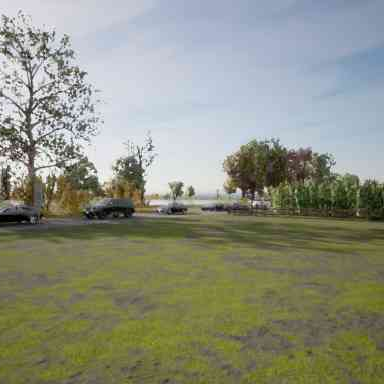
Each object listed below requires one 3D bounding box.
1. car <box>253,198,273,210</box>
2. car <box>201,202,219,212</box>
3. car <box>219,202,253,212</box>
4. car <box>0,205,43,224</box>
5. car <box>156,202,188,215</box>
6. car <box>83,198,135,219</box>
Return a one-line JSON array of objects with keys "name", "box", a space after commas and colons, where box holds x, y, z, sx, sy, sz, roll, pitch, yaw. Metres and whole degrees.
[{"name": "car", "box": [12.517, 2.058, 58.164, 2.150, 2.045, 5.566, -1, -2, 35]}, {"name": "car", "box": [3.475, 2.250, 50.115, 2.033, 1.411, 5.357, -1, -1, 35]}, {"name": "car", "box": [6.581, 2.224, 49.579, 2.033, 1.411, 5.357, -1, -2, 35]}, {"name": "car", "box": [-13.901, 1.742, 25.351, 2.128, 1.511, 4.902, -1, -2, 35]}, {"name": "car", "box": [-2.466, 2.040, 41.693, 2.128, 1.511, 4.902, -1, -2, 35]}, {"name": "car", "box": [-8.209, 1.619, 33.485, 2.150, 2.045, 5.566, -1, -1, 36]}]
